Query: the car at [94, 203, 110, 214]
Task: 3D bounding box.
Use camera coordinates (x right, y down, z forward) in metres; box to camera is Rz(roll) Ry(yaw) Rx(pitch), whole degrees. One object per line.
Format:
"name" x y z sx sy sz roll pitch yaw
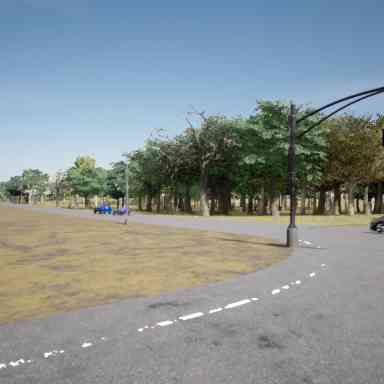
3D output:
"car" -17.590 3.260 65.381 2.150 2.045 5.566 1 -2 -33

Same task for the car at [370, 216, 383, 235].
"car" 12.841 1.736 19.062 2.128 1.511 4.902 0 -2 -33

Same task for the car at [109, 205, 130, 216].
"car" -12.093 3.273 56.974 1.812 1.442 4.674 1 -2 -33
